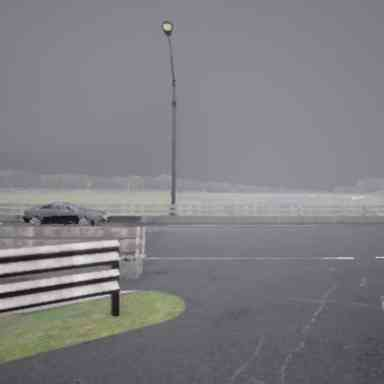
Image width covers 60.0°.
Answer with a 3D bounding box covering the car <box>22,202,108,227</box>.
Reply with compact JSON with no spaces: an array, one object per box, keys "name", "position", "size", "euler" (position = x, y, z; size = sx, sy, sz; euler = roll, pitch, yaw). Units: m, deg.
[{"name":"car","position":[-7.541,1.353,19.906],"size":[4.902,1.511,2.128],"euler":[0,0,3]}]
